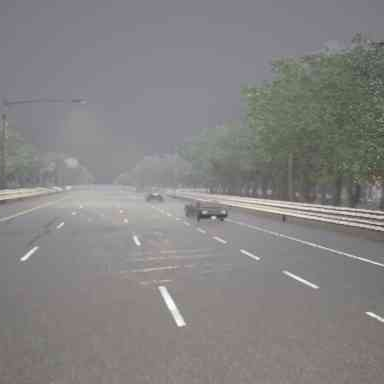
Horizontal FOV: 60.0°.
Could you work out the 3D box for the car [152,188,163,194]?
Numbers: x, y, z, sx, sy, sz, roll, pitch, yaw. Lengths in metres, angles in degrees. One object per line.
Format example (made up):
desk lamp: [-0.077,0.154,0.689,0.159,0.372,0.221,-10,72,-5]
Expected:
car: [-9.525,-0.347,92.541,1.837,1.490,4.892,2,1,10]

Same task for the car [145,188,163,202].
car: [-5.467,0.395,47.115,2.097,1.767,4.553,1,1,-14]

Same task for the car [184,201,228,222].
car: [0.800,1.236,22.753,1.895,1.301,4.718,1,1,-14]
